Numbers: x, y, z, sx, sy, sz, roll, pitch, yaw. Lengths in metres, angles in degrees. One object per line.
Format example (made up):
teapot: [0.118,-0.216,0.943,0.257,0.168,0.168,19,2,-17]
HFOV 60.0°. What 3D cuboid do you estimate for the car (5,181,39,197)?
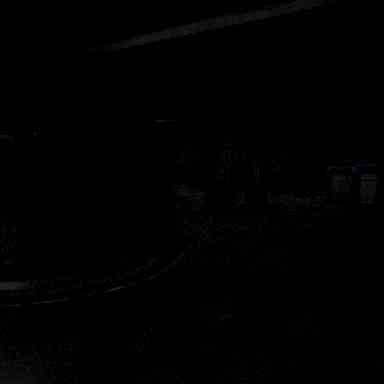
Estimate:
car: [-21.776,-0.468,42.440,4.605,1.855,1.932,2,2,35]

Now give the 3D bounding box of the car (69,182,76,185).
car: [-25.450,-1.285,68.081,4.605,1.855,1.932,2,2,35]

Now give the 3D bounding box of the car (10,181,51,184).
car: [-17.244,-0.181,35.223,3.866,1.878,1.905,2,2,35]

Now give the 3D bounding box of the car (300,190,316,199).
car: [20.594,0.412,59.162,1.812,1.442,4.674,2,2,35]

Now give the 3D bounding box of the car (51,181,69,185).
car: [-26.788,-1.260,65.469,3.866,1.878,1.905,2,2,35]

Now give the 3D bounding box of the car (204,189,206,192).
car: [4.875,-0.314,65.613,5.027,1.636,2.152,2,2,35]
